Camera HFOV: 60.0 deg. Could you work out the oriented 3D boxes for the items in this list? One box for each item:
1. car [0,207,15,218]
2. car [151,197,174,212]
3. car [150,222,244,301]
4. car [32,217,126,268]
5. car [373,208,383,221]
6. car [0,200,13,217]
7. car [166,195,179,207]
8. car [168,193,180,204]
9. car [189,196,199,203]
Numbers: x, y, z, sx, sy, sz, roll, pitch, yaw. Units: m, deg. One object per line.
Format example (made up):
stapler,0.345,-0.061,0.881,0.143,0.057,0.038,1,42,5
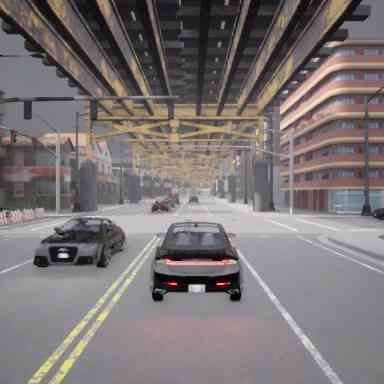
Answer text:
car,-16.666,1.452,26.004,4.974,1.542,2.038,0,0,-20
car,-3.466,1.600,37.972,1.895,1.301,4.718,0,0,1
car,0.103,1.491,8.309,2.128,1.511,4.902,0,0,0
car,-3.523,1.563,11.135,1.994,1.385,4.181,0,0,1
car,16.460,1.477,25.313,5.008,1.535,1.882,0,0,0
car,-16.715,1.294,25.986,4.536,1.218,1.853,0,0,-20
car,-3.415,1.546,48.339,2.033,1.411,5.357,0,0,0
car,-3.354,1.203,59.031,2.150,2.045,5.566,0,0,1
car,0.357,1.456,68.669,1.812,1.442,4.674,0,0,0
